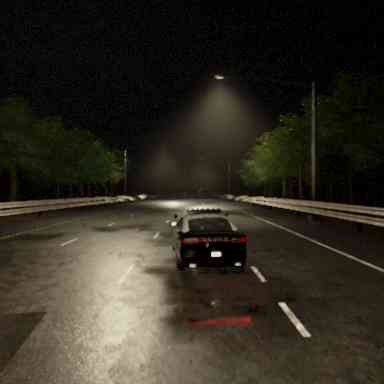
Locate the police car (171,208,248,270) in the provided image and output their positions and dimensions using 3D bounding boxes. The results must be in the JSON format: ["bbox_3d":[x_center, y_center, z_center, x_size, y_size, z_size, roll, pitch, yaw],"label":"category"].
[{"bbox_3d":[0.376,1.348,10.840,1.930,1.638,5.238,-1,0,-5],"label":"police car"}]
